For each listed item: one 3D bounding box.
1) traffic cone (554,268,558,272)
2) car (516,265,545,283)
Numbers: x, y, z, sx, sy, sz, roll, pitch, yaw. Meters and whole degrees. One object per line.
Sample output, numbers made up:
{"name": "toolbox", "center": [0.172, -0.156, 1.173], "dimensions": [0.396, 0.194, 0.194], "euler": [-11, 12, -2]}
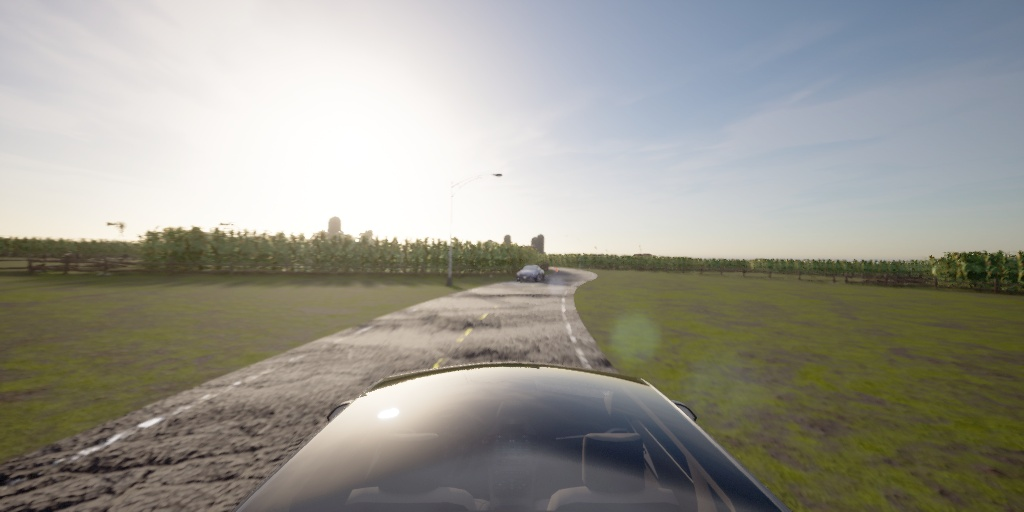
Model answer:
{"name": "traffic cone", "center": [7.870, 2.418, 61.829], "dimensions": [0.340, 0.580, 0.340], "euler": [0, 0, 6]}
{"name": "car", "center": [1.747, 1.574, 32.462], "dimensions": [1.812, 1.442, 4.674], "euler": [1, -1, 17]}
